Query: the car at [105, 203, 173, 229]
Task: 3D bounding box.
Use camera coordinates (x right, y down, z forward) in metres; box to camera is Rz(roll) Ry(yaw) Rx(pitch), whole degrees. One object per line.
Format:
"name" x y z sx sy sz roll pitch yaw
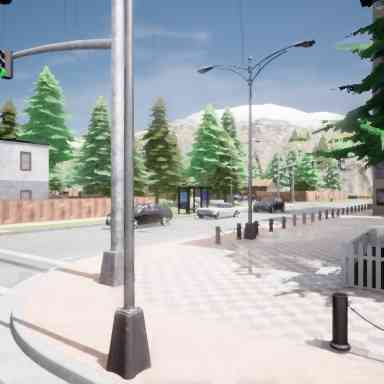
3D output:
"car" -3.267 1.476 21.264 2.128 1.511 4.902 0 0 37

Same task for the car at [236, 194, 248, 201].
"car" 12.935 1.144 77.994 1.932 1.855 4.605 0 0 36

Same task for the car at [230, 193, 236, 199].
"car" 10.671 1.146 79.154 1.905 1.878 3.866 0 0 36

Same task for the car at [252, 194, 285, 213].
"car" 8.544 1.337 36.763 2.097 1.767 4.553 0 0 38

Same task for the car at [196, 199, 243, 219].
"car" 2.353 1.586 28.654 1.895 1.301 4.718 0 0 37
